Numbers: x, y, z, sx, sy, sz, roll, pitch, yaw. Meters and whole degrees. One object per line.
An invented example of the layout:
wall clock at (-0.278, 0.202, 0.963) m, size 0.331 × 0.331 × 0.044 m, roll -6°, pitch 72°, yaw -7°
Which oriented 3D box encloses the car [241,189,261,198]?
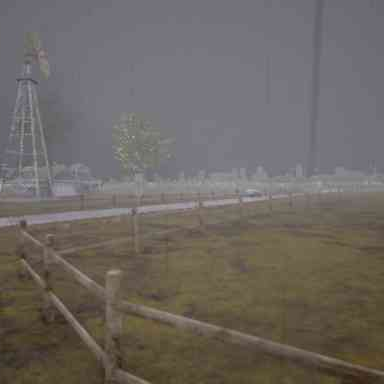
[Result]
car at (9.469, 0.202, 53.110) m, size 1.812 × 1.442 × 4.674 m, roll -1°, pitch 1°, yaw 35°
